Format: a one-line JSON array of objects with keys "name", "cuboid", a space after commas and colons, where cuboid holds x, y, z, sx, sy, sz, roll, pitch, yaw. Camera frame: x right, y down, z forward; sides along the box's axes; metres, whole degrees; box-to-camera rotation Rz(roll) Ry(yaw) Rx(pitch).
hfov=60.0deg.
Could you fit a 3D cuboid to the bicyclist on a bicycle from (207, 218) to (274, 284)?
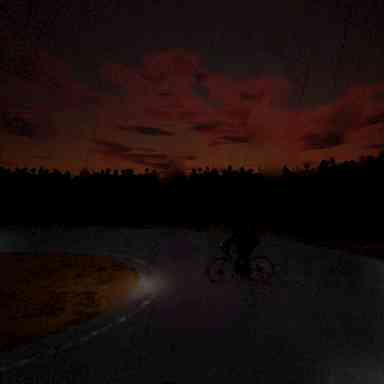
[{"name": "bicyclist on a bicycle", "cuboid": [1.170, 1.455, 8.127, 1.656, 1.620, 0.582, -2, 0, -2]}]
